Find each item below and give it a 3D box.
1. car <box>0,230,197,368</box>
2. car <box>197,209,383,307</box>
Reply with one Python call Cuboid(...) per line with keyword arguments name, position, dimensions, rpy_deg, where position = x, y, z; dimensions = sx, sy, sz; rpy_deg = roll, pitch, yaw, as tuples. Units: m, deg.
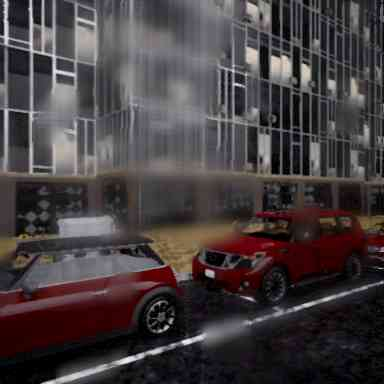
Cuboid(name="car", position=(-2.204, 1.450, 4.997), dimensions=(4.097, 1.590, 1.967), rpy_deg=(1, -1, -36))
Cuboid(name="car", position=(2.421, 1.383, 8.302), dimensions=(5.009, 1.841, 2.192), rpy_deg=(1, -1, -36))
